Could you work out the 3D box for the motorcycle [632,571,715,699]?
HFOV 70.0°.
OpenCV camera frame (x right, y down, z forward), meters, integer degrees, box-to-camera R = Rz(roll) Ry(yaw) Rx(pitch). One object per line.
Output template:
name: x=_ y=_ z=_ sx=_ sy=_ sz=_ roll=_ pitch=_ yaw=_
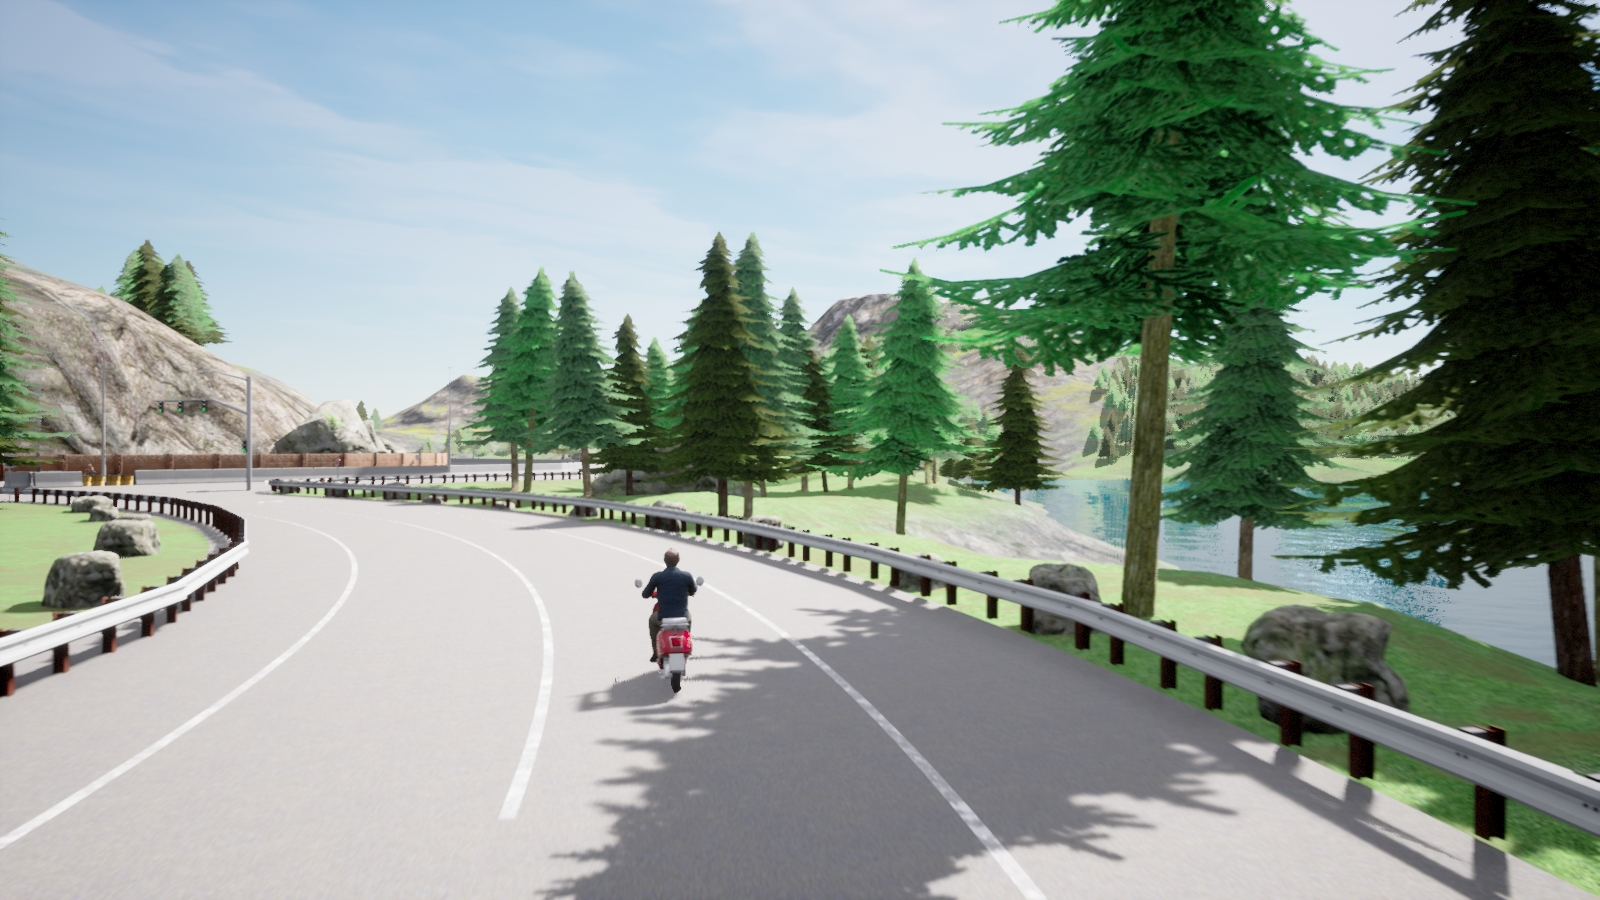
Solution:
motorcycle: x=-1.560 y=2.182 z=13.815 sx=0.856 sy=1.236 sz=1.805 roll=0 pitch=0 yaw=-11
